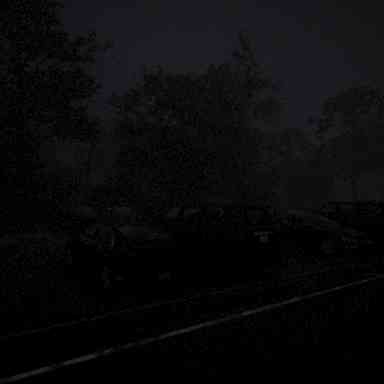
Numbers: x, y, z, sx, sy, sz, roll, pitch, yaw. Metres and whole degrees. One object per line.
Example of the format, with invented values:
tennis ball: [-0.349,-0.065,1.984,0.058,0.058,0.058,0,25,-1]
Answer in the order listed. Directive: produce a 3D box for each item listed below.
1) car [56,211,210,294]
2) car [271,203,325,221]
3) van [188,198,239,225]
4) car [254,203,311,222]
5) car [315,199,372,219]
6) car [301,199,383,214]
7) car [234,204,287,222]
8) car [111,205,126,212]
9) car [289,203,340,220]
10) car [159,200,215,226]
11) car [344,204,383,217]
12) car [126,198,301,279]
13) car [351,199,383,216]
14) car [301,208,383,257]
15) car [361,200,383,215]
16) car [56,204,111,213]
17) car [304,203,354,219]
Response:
car: [-1.972,1.515,9.025,2.231,1.521,4.892,1,-1,-35]
car: [10.842,1.966,34.254,2.097,1.535,5.008,1,-1,-36]
van: [1.713,1.521,27.874,1.878,1.987,4.442,1,-1,-36]
car: [8.682,1.909,32.486,1.946,1.575,5.366,1,-1,-36]
car: [17.650,1.882,39.100,2.435,2.045,5.566,1,-1,-36]
car: [7.136,1.444,15.566,2.435,2.045,5.566,1,-1,-36]
car: [6.310,1.897,31.015,2.002,1.452,4.674,1,-1,-36]
car: [-5.018,1.639,22.928,2.002,1.452,4.674,1,-1,-35]
car: [13.120,2.051,35.855,2.163,1.488,4.792,1,-1,-36]
car: [-0.465,1.570,26.137,2.185,1.767,4.553,1,-1,-36]
car: [22.059,2.289,42.288,2.002,1.452,4.674,2,-1,-36]
car: [0.291,1.302,10.681,2.435,2.045,5.566,1,-1,-35]
car: [24.443,2.063,43.963,2.435,2.045,5.566,2,-1,-36]
car: [4.863,1.644,13.915,2.231,1.521,4.892,1,-1,-36]
car: [26.606,2.124,45.512,2.435,2.045,5.566,2,-1,-36]
car: [-7.288,1.554,21.313,2.097,1.535,5.008,1,-1,-35]
car: [15.350,2.106,37.524,2.163,1.488,4.792,1,-1,-36]
